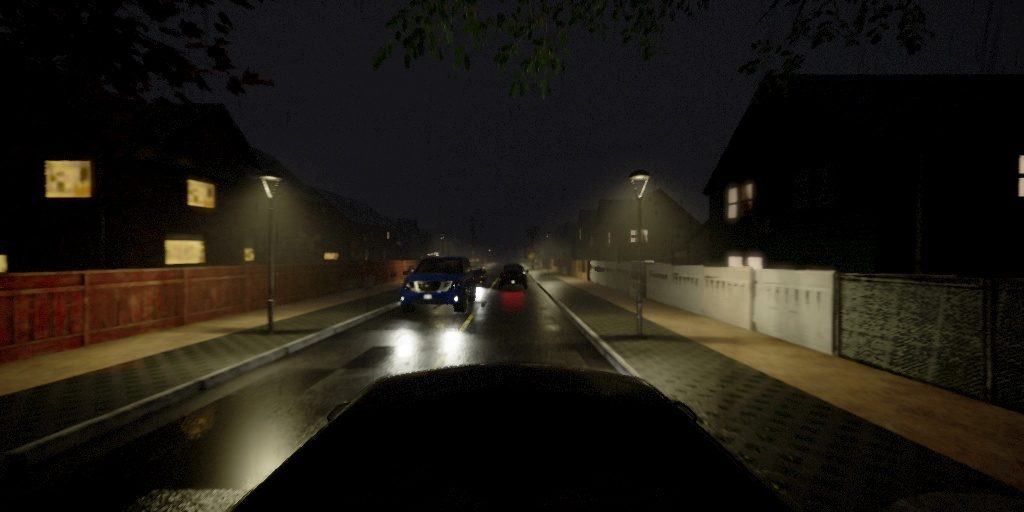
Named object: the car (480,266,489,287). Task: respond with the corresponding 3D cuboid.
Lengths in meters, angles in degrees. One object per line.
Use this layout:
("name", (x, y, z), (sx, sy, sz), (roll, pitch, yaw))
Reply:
("car", (-2.737, 1.388, 25.475), (1.994, 1.385, 4.181), (0, 0, 0))

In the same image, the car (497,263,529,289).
("car", (0.081, 1.326, 24.072), (1.837, 1.490, 4.892), (0, 0, 0))

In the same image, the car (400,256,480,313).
("car", (-2.757, 1.016, 14.584), (2.150, 2.045, 5.566), (0, -1, 0))
